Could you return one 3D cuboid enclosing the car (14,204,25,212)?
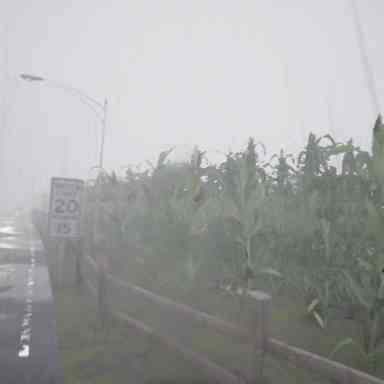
[{"bbox_3d":[-39.584,3.738,75.908,1.837,1.490,4.892,6,-4,-26],"label":"car"}]
